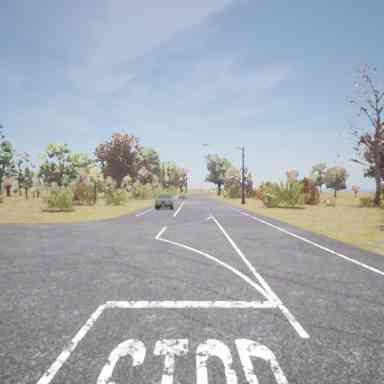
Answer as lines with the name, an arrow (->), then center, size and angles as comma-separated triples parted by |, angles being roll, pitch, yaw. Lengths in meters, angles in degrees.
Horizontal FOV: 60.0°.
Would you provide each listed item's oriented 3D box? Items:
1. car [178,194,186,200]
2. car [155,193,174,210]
car -> -2.583, 1.363, 86.897 | 1.837, 1.490, 4.892 | 0, 0, 5
car -> -3.403, 1.188, 41.960 | 2.150, 2.045, 5.566 | 0, 0, 0
